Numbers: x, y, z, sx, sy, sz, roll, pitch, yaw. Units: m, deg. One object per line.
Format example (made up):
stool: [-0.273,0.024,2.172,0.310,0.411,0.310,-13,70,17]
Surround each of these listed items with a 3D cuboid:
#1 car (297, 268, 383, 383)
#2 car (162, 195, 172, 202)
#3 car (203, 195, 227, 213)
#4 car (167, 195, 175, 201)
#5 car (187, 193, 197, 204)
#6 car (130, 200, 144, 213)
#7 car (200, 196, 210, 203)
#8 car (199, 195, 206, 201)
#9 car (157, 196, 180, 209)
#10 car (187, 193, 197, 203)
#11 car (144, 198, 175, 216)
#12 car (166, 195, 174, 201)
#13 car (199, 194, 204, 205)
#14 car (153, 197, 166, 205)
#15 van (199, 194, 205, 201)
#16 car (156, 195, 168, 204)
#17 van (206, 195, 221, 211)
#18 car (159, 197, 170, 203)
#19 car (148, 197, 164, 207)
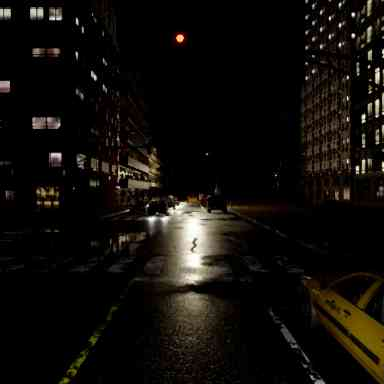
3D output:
car: [2.686,1.525,4.129,1.752,1.417,4.829,0,0,0]
car: [-5.697,1.505,75.058,1.967,1.590,4.097,0,0,0]
car: [2.684,1.326,36.372,2.192,1.841,5.009,0,0,0]
car: [-5.697,1.642,91.637,1.887,1.381,4.507,0,0,0]
car: [0.098,1.526,65.386,1.882,1.535,5.008,0,0,0]
car: [-5.694,1.562,36.371,2.008,1.369,4.403,0,0,0]
car: [2.684,1.600,69.532,1.887,1.381,4.507,0,0,0]
car: [2.684,1.611,86.281,1.752,1.417,4.829,0,0,0]
car: [-3.095,1.566,44.066,2.033,1.411,5.357,0,0,0]
car: [0.000,1.291,75.861,2.150,2.045,5.566,0,0,0]
car: [-3.117,1.556,32.667,2.033,1.411,5.357,0,0,0]
car: [-5.696,1.611,85.941,1.752,1.417,4.829,0,0,0]
car: [2.683,1.353,58.478,2.192,1.841,5.009,0,0,0]
car: [-5.696,1.582,58.477,1.887,1.381,4.507,0,0,0]
van: [2.682,1.439,91.637,1.690,1.788,3.998,0,0,0]
car: [-5.697,1.487,64.005,1.967,1.590,4.097,0,0,0]
van: [2.684,1.357,41.898,1.690,1.788,3.998,0,0,0]
car: [-5.696,1.637,69.532,1.802,1.307,4.206,0,0,0]
car: [-5.695,1.580,52.951,2.008,1.369,4.403,0,0,0]
